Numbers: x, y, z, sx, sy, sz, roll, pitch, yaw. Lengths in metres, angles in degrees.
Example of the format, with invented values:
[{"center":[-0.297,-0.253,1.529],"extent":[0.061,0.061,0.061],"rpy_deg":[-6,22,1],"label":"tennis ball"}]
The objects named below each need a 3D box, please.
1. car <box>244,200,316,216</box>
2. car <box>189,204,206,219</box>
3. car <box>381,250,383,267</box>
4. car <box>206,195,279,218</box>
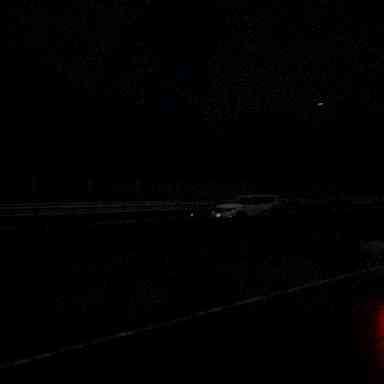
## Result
[{"center":[5.845,1.495,20.890],"extent":[4.892,1.490,1.837],"rpy_deg":[0,0,-35],"label":"car"},{"center":[1.995,1.491,26.738],"extent":[4.892,1.490,1.837],"rpy_deg":[0,0,-35],"label":"car"},{"center":[6.996,1.598,8.664],"extent":[4.718,1.301,1.895],"rpy_deg":[0,0,-35],"label":"car"},{"center":[4.063,1.209,23.919],"extent":[5.566,2.045,2.150],"rpy_deg":[0,0,-35],"label":"car"}]
